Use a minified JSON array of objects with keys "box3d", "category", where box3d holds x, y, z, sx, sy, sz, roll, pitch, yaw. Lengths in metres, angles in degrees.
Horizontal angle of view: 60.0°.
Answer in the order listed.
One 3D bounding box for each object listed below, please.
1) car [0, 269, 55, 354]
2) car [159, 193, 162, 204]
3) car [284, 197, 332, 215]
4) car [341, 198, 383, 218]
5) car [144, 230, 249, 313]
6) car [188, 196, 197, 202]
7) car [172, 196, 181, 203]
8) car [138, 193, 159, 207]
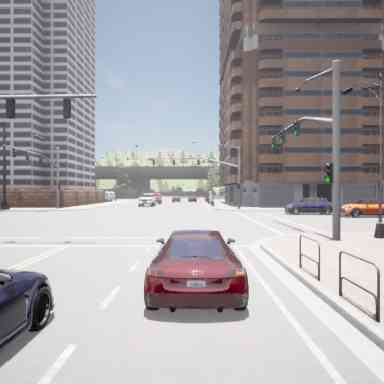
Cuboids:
[{"box3d":[-3.434,1.564,4.207,1.994,1.385,4.181,0,0,1],"category":"car"},{"box3d":[-6.963,1.221,62.593,2.150,2.045,5.566,0,0,1],"category":"car"},{"box3d":[11.593,1.352,33.203,4.553,1.767,2.097,0,0,2],"category":"car"},{"box3d":[15.563,1.352,29.616,4.553,1.767,2.097,0,0,1],"category":"car"},{"box3d":[0.092,1.564,7.775,1.994,1.385,4.181,0,0,0],"category":"car"},{"box3d":[0.114,1.525,73.412,2.128,1.511,4.902,0,0,0],"category":"car"},{"box3d":[-3.356,1.542,71.955,2.033,1.411,5.357,0,0,0],"category":"car"},{"box3d":[-7.014,1.221,52.173,2.150,2.045,5.566,0,0,0],"category":"car"}]
